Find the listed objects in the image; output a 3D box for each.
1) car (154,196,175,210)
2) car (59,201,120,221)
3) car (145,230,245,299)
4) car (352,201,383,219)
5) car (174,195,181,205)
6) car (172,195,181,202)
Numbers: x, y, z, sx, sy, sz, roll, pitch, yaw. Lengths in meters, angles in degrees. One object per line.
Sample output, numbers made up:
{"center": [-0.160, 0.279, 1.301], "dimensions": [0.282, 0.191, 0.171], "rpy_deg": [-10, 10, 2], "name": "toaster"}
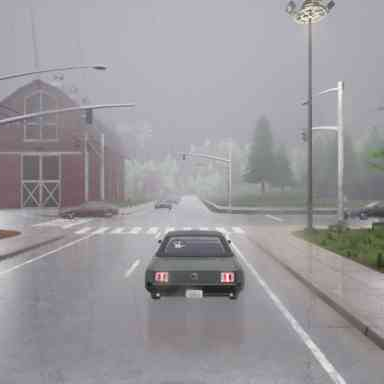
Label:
{"center": [-3.603, 1.563, 42.410], "dimensions": [1.994, 1.385, 4.181], "rpy_deg": [0, 0, 0], "name": "car"}
{"center": [-8.221, 1.500, 26.830], "dimensions": [4.674, 1.442, 1.812], "rpy_deg": [0, 1, -22], "name": "car"}
{"center": [0.066, 1.601, 8.378], "dimensions": [1.895, 1.301, 4.718], "rpy_deg": [0, 0, 0], "name": "car"}
{"center": [15.113, 1.499, 27.170], "dimensions": [4.674, 1.442, 1.812], "rpy_deg": [0, 0, -1], "name": "car"}
{"center": [-3.575, 1.506, 60.501], "dimensions": [1.837, 1.490, 4.892], "rpy_deg": [0, 0, 0], "name": "car"}
{"center": [-3.507, 1.378, 76.292], "dimensions": [1.837, 1.490, 4.892], "rpy_deg": [0, 0, 0], "name": "car"}
